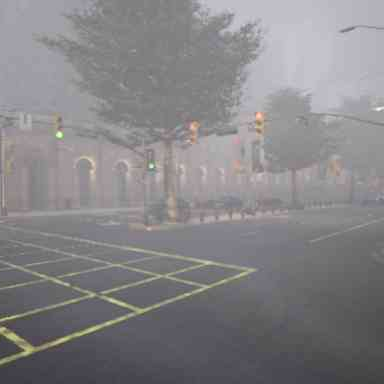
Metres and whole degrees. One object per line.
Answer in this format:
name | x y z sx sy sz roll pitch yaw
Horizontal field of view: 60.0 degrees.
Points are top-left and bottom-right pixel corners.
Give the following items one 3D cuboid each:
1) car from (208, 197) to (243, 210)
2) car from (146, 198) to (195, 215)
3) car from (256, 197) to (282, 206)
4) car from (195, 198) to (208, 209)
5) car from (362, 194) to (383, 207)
car | 4.295 1.291 39.256 1.812 1.442 4.674 0 0 41
car | -2.223 1.332 31.702 1.837 1.490 4.892 0 0 41
car | 10.876 1.304 46.910 1.895 1.301 4.718 0 0 41
car | 2.294 1.352 41.781 1.895 1.301 4.718 0 0 41
car | 24.723 1.025 45.079 2.097 1.767 4.553 0 0 41
